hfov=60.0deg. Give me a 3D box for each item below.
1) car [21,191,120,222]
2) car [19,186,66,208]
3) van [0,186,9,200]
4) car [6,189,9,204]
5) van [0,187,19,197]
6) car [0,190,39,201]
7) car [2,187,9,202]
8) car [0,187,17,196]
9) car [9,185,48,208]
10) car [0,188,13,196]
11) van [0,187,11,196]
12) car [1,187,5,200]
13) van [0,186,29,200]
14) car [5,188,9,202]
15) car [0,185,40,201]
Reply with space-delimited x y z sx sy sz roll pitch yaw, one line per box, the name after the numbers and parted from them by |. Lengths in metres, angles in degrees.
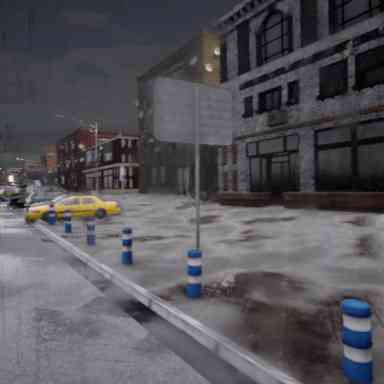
-7.156 0.911 20.254 5.366 1.575 1.946 -2 2 -33 | car
-10.061 0.660 24.937 4.553 1.767 2.185 -2 2 -33 | car
-22.000 0.202 43.325 4.442 1.987 1.878 -2 1 -33 | van
-14.585 0.624 31.858 5.008 1.535 2.097 -2 2 -33 | car
-37.228 -0.004 66.455 4.442 1.987 1.878 -2 1 -33 | van
-23.673 0.441 45.672 4.674 1.452 2.002 -2 1 -33 | car
-17.607 0.536 36.468 4.892 1.521 2.231 -2 2 -33 | car
-41.901 -0.105 73.286 5.566 2.045 2.435 -2 1 -33 | car
-11.527 0.476 27.267 5.566 2.045 2.435 -2 2 -33 | car
-43.367 -0.010 75.626 4.553 1.767 2.185 -2 2 -33 | car
-45.009 -0.138 77.845 4.442 1.987 1.878 -2 2 -33 | van
-19.153 0.526 38.750 4.792 1.488 2.163 -2 2 -33 | car
-28.325 0.115 52.508 4.442 1.987 1.878 -2 1 -33 | van
-16.092 0.579 34.166 4.892 1.521 2.231 -2 2 -33 | car
-25.221 0.126 47.953 5.566 2.045 2.435 -2 1 -33 | car
